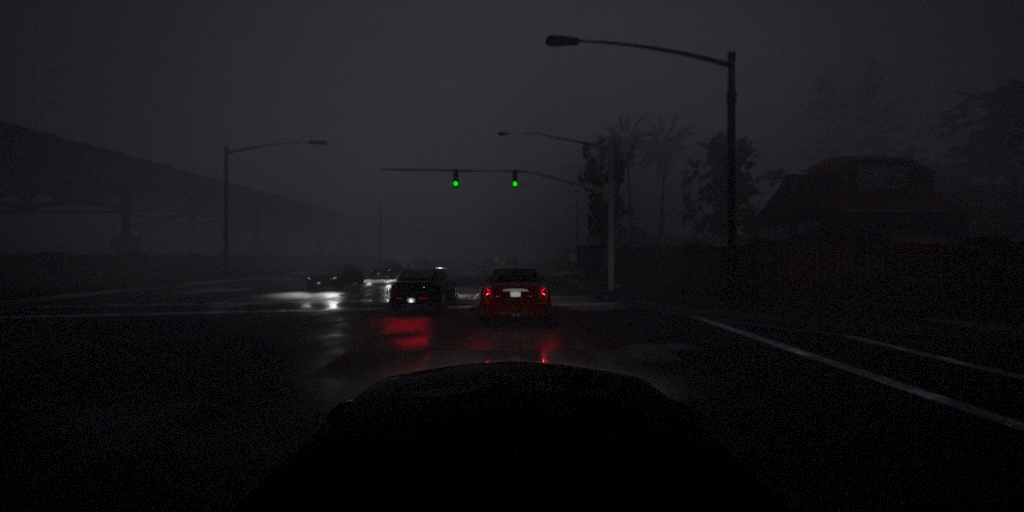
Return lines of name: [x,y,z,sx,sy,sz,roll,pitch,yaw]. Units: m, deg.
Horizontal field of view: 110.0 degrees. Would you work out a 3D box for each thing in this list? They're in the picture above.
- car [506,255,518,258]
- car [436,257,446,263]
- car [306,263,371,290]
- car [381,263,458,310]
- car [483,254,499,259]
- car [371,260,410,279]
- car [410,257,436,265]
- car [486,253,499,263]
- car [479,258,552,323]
car: [0.005,0.690,53.728,2.128,1.511,4.902,0,1,0]
car: [-10.495,0.821,50.271,1.994,1.385,4.181,0,1,0]
car: [-10.573,1.187,21.911,1.812,1.442,4.674,0,1,0]
car: [-3.397,1.228,14.493,1.837,1.490,4.892,0,0,0]
car: [-3.495,0.741,54.728,1.994,1.385,4.181,0,1,0]
car: [-10.545,1.095,30.631,1.812,1.442,4.674,0,1,0]
car: [-10.496,0.926,40.399,2.128,1.511,4.902,0,1,0]
car: [-3.494,0.338,64.556,2.097,1.767,4.553,0,1,0]
car: [0.103,1.090,12.208,2.097,1.767,4.553,0,0,0]
